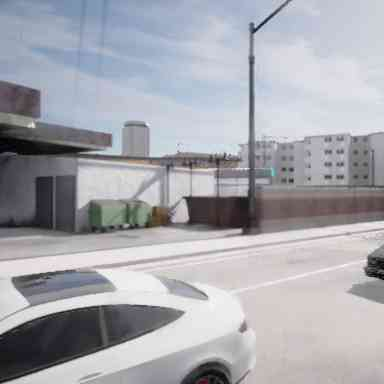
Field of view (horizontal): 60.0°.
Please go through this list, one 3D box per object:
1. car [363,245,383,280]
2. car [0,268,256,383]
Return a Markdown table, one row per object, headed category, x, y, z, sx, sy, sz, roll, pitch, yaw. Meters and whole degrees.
| category | x | y | z | sx | sy | sz | roll | pitch | yaw |
| --- | --- | --- | --- | --- | --- | --- | --- | --- | --- |
| car | 6.719 | 1.542 | 8.790 | 5.357 | 1.411 | 2.033 | 0 | 0 | -36 |
| car | -1.454 | 1.526 | 2.947 | 4.674 | 1.442 | 1.812 | 0 | 0 | -35 |
